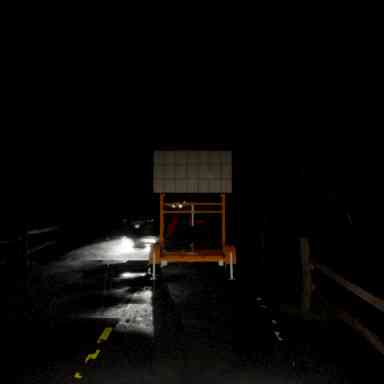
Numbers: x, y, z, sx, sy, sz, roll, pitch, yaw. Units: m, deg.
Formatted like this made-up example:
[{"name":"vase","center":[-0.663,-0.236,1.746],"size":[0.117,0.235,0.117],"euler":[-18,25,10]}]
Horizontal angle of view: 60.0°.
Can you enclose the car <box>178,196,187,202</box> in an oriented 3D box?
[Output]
[{"name":"car","center":[-2.548,1.892,89.929],"size":[2.033,1.411,5.357],"euler":[0,-1,0]}]

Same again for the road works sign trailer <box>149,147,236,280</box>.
[{"name":"road works sign trailer","center":[0.022,0.463,9.917],"size":[2.380,3.560,2.880],"euler":[0,0,0]}]

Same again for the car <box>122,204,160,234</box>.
[{"name":"car","center":[-2.805,1.490,19.474],"size":[2.128,1.511,4.902],"euler":[0,0,0]}]

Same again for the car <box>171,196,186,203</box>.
[{"name":"car","center":[-2.677,1.681,61.358],"size":[1.994,1.385,4.181],"euler":[0,0,1]}]
